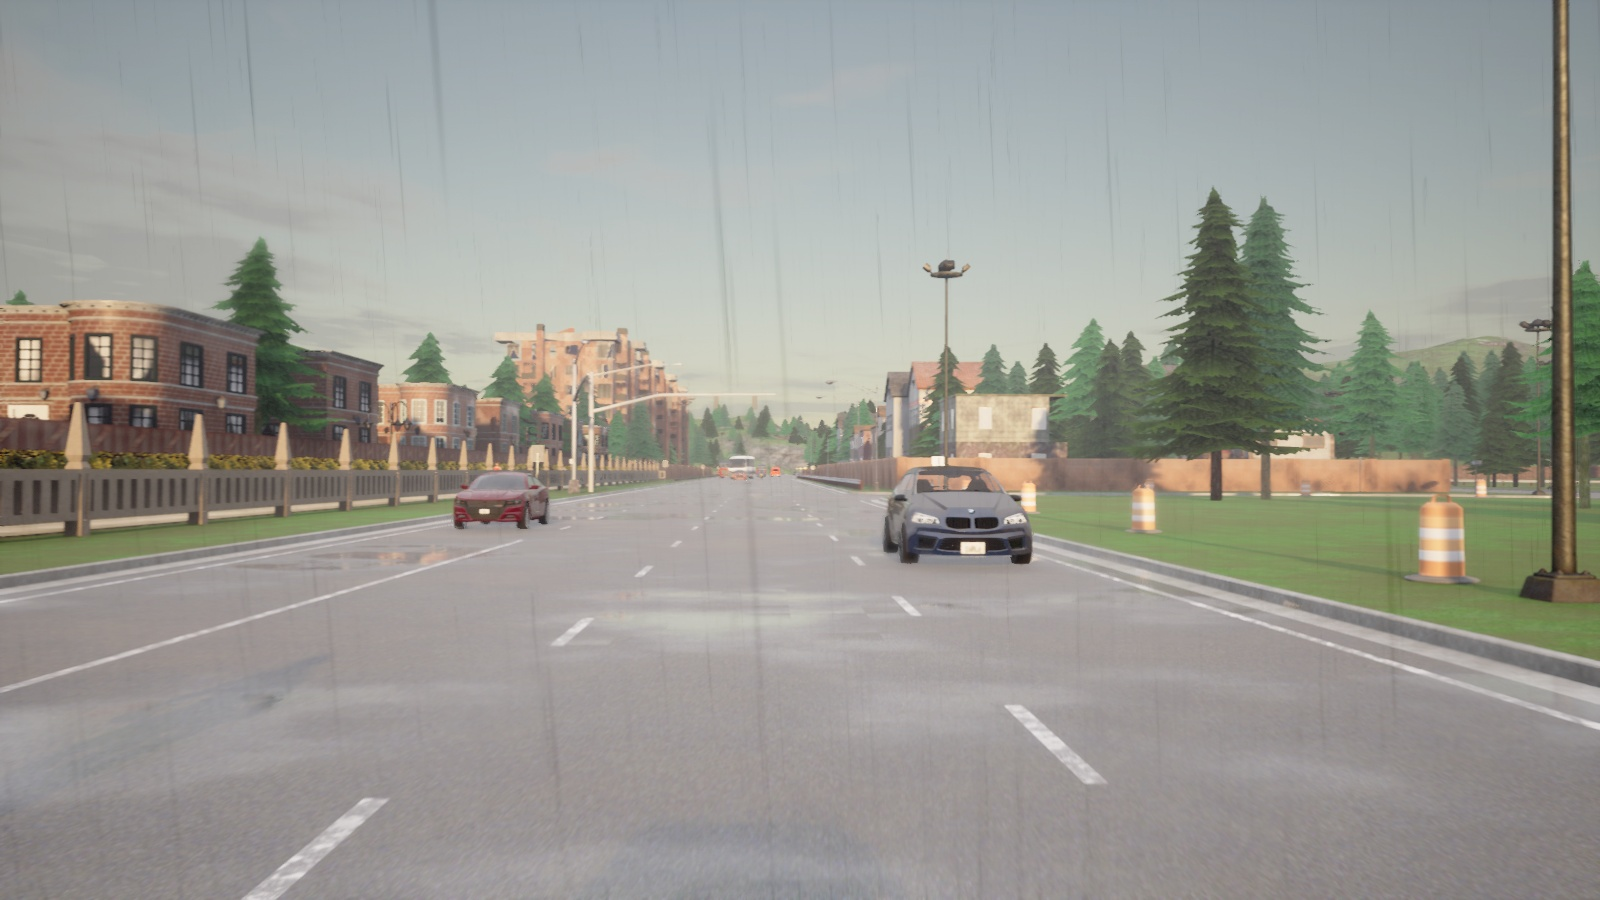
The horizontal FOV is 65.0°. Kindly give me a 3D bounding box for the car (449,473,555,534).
[{"bbox_3d":[-8.073,1.399,34.472,1.882,1.535,5.008,0,-1,-2],"label":"car"}]

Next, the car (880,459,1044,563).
[{"bbox_3d":[2.777,1.028,22.679,2.242,1.667,4.611,0,-1,-2],"label":"car"}]
